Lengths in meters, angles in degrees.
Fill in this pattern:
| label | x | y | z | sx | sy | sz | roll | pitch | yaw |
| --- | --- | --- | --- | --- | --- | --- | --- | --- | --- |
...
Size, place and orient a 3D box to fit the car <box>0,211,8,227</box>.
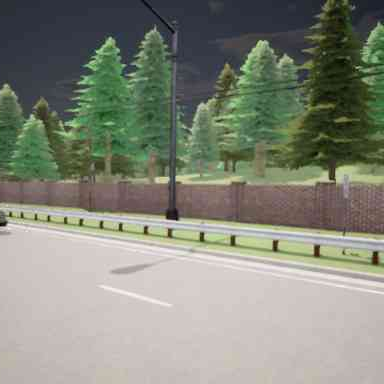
| label | x | y | z | sx | sy | sz | roll | pitch | yaw |
| --- | --- | --- | --- | --- | --- | --- | --- | --- | --- |
| car | -11.017 | 1.136 | 16.148 | 5.357 | 1.411 | 2.033 | 2 | 1 | 35 |
